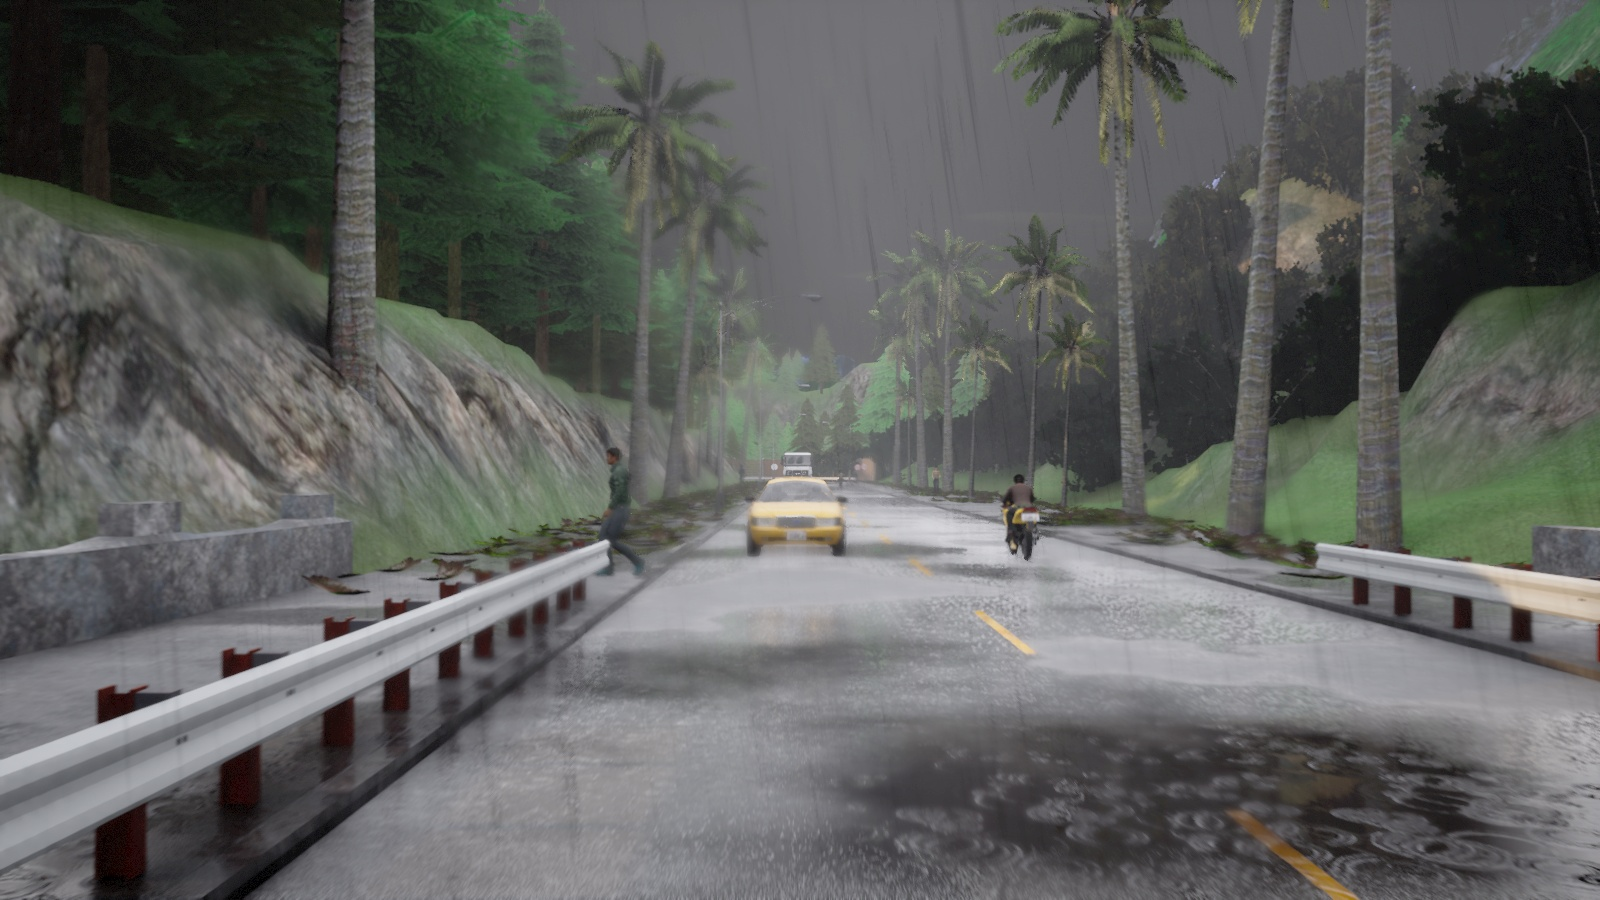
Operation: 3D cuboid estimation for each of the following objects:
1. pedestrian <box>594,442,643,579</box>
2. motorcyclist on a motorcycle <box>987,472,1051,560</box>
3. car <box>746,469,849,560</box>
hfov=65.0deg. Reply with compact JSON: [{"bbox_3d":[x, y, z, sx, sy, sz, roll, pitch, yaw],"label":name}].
[{"bbox_3d":[-2.475,0.815,17.133,0.614,1.847,0.353,0,-1,-18],"label":"pedestrian"},{"bbox_3d":[3.951,1.162,22.787,0.797,1.523,2.044,0,-1,0],"label":"motorcyclist on a motorcycle"},{"bbox_3d":[-0.053,1.165,24.647,1.801,1.575,5.366,0,-1,0],"label":"car"}]
